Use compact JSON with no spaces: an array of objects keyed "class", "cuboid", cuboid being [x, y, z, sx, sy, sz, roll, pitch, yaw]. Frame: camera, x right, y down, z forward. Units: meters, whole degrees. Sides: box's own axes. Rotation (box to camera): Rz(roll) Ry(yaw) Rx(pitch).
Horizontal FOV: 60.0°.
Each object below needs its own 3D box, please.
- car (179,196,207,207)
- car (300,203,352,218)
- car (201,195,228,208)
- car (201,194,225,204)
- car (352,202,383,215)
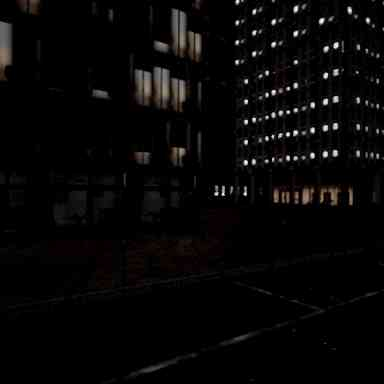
[{"class":"car","cuboid":[0.070,1.370,48.962,1.752,1.417,4.829,1,0,-33]},{"class":"car","cuboid":[11.923,1.663,30.514,1.802,1.307,4.206,1,0,-32]},{"class":"car","cuboid":[3.021,1.485,44.466,1.802,1.307,4.206,1,0,-33]},{"class":"car","cuboid":[3.635,1.283,58.304,1.967,1.590,4.097,1,0,-35]},{"class":"car","cuboid":[18.539,1.719,35.210,1.802,1.307,4.206,1,0,-32]}]
